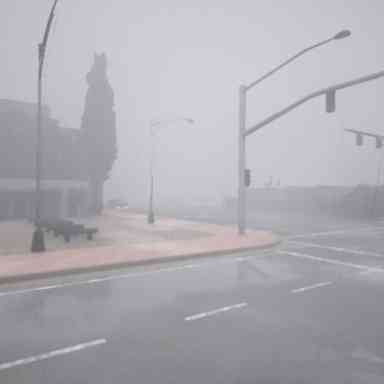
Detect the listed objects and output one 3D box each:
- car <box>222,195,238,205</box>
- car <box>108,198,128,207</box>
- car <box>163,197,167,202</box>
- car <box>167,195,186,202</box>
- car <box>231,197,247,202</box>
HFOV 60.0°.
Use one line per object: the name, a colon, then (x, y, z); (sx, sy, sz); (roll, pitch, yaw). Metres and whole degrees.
car: (7.653, 1.571, 65.508); (3.866, 1.878, 1.905); (1, 0, -34)
car: (-12.825, 1.760, 57.010); (2.033, 1.411, 5.357); (1, 0, -33)
car: (-4.937, 1.575, 84.177); (4.605, 1.855, 1.932); (1, 0, -34)
car: (-3.362, 1.576, 81.749); (3.866, 1.878, 1.905); (1, 0, -34)
car: (12.624, 1.978, 89.282); (3.806, 1.475, 1.970); (1, 0, -34)
